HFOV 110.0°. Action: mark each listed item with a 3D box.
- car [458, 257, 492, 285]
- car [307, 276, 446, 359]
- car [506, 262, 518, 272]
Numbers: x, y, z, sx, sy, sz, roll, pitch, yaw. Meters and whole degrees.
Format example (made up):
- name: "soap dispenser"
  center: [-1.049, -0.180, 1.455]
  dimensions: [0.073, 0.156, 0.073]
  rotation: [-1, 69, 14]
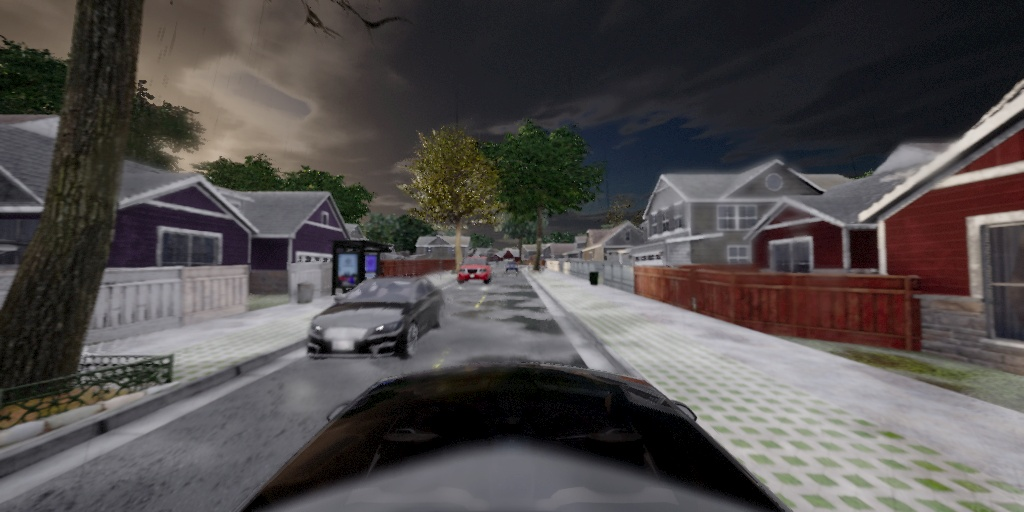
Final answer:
- name: "car"
  center: [-2.762, 1.059, 27.780]
  dimensions: [2.150, 2.045, 5.566]
  rotation: [0, -1, 0]
- name: "car"
  center: [-2.822, 1.253, 8.486]
  dimensions: [2.128, 1.511, 4.902]
  rotation: [0, 0, 0]
- name: "car"
  center: [-0.006, 1.535, 51.815]
  dimensions: [2.033, 1.411, 5.357]
  rotation: [0, 0, 0]
